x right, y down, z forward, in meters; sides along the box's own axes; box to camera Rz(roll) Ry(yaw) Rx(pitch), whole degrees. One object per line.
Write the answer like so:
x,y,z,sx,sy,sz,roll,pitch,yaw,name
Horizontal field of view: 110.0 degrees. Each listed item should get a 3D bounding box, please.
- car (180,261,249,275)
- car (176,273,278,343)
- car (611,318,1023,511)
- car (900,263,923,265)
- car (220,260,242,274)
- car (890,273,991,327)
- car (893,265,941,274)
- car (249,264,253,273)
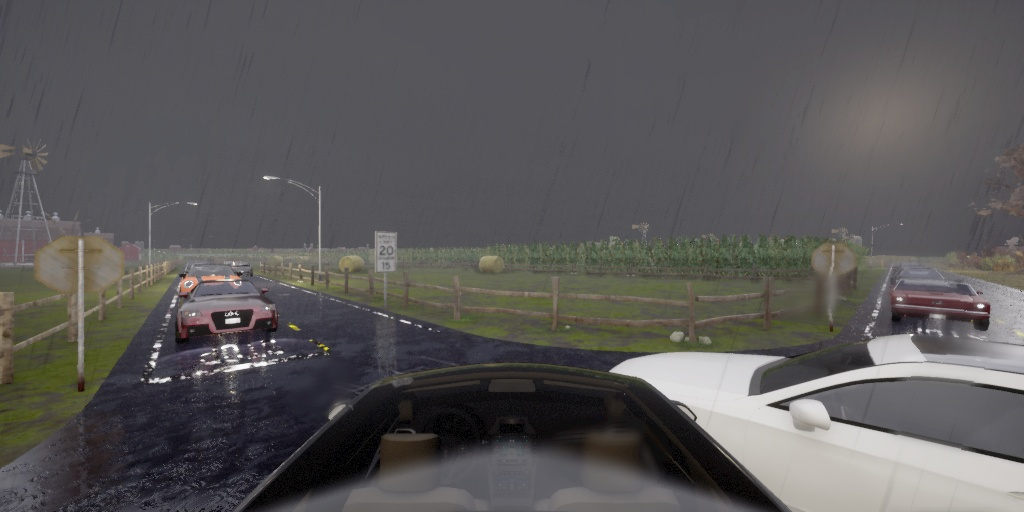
-13.757,1.141,16.435,2.097,1.767,4.553,0,0,-42,car
-7.965,1.355,9.966,1.994,1.385,4.181,0,0,-43,car
2.833,1.294,2.405,1.812,1.442,4.674,0,1,-44,car
27.290,1.403,24.346,4.181,1.385,1.994,0,1,-43,car
-33.809,1.306,43.072,1.837,1.490,4.892,0,0,-42,car
13.490,1.399,11.494,4.718,1.301,1.895,0,1,-43,car
20.551,1.365,18.075,5.357,1.411,2.033,0,1,-43,car
-27.070,1.284,35.631,2.128,1.511,4.902,0,0,-42,car
